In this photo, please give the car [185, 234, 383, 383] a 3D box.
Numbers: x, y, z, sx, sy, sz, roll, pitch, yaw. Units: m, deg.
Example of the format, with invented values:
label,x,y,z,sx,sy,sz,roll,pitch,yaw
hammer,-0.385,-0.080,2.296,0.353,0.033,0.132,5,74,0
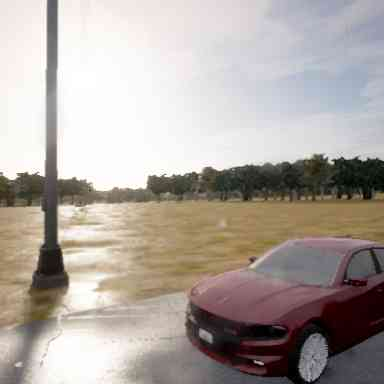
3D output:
label,x,y,z,sx,sy,sz,roll,pitch,yaw
car,2.190,1.528,5.595,5.008,1.535,1.882,1,-1,-36
